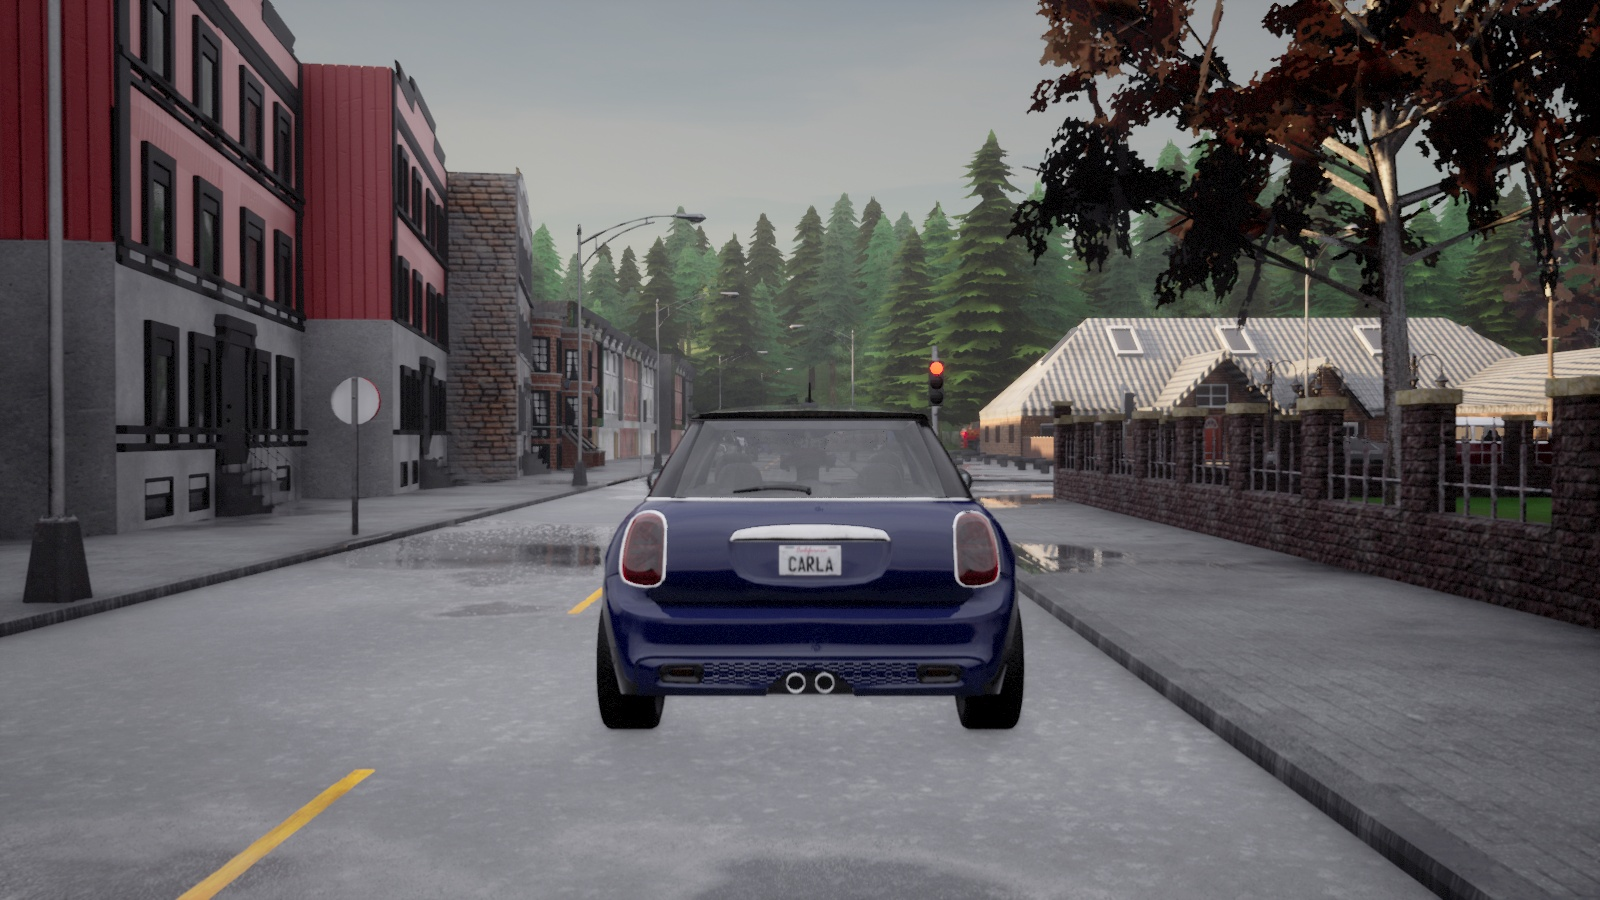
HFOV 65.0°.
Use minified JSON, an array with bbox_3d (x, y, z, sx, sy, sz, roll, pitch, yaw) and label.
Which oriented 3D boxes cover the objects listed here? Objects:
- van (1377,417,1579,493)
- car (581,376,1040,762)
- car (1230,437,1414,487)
[{"bbox_3d":[18.724,0.125,34.821,4.480,2.038,2.069,0,1,-1],"label":"van"},{"bbox_3d":[0.060,0.521,8.018,2.097,1.767,4.553,0,1,0],"label":"car"},{"bbox_3d":[16.030,0.363,38.764,4.892,1.490,1.837,0,1,3],"label":"car"}]
